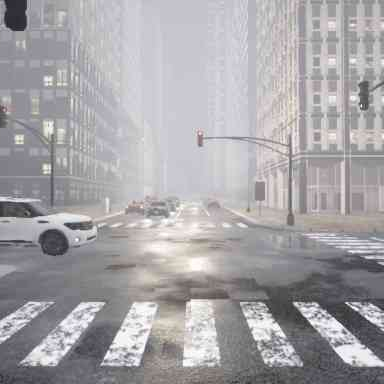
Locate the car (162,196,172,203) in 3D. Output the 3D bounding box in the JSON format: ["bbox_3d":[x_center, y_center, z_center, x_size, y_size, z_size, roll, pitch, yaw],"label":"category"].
[{"bbox_3d":[-5.389,1.573,72.823,1.887,1.381,4.507,1,0,0],"label":"car"}]

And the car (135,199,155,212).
[{"bbox_3d":[-5.522,1.597,39.372,1.802,1.307,4.206,1,0,0],"label":"car"}]

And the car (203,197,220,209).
[{"bbox_3d":[2.881,1.599,44.976,1.802,1.307,4.206,1,0,0],"label":"car"}]

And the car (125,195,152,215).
[{"bbox_3d":[-5.540,1.453,33.797,1.967,1.590,4.097,1,0,0],"label":"car"}]

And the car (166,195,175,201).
[{"bbox_3d":[-5.345,1.578,83.973,1.887,1.381,4.507,1,0,0],"label":"car"}]

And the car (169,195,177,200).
[{"bbox_3d":[-5.301,1.604,95.124,1.947,1.339,4.313,1,0,0],"label":"car"}]

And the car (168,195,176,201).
[{"bbox_3d":[-5.323,1.587,89.548,2.008,1.369,4.403,1,0,0],"label":"car"}]

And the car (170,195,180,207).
[{"bbox_3d":[-2.896,1.371,49.858,2.097,1.767,4.553,0,0,0],"label":"car"}]

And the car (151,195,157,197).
[{"bbox_3d":[-5.494,1.332,44.948,2.192,1.841,5.009,1,0,0],"label":"car"}]

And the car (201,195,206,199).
[{"bbox_3d":[2.927,1.547,56.302,1.752,1.417,4.829,1,0,0],"label":"car"}]

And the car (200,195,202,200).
[{"bbox_3d":[2.947,1.590,61.709,1.947,1.339,4.313,1,0,0],"label":"car"}]

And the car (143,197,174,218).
[{"bbox_3d":[-2.980,1.516,30.335,1.837,1.490,4.892,0,0,0],"label":"car"}]

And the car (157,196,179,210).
[{"bbox_3d":[-2.942,1.520,39.784,1.837,1.490,4.892,0,0,0],"label":"car"}]

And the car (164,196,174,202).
[{"bbox_3d":[-5.367,1.581,78.398,2.008,1.369,4.403,1,0,0],"label":"car"}]

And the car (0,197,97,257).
[{"bbox_3d":[-6.524,1.222,12.545,5.566,2.045,2.150,0,0,0],"label":"car"}]
